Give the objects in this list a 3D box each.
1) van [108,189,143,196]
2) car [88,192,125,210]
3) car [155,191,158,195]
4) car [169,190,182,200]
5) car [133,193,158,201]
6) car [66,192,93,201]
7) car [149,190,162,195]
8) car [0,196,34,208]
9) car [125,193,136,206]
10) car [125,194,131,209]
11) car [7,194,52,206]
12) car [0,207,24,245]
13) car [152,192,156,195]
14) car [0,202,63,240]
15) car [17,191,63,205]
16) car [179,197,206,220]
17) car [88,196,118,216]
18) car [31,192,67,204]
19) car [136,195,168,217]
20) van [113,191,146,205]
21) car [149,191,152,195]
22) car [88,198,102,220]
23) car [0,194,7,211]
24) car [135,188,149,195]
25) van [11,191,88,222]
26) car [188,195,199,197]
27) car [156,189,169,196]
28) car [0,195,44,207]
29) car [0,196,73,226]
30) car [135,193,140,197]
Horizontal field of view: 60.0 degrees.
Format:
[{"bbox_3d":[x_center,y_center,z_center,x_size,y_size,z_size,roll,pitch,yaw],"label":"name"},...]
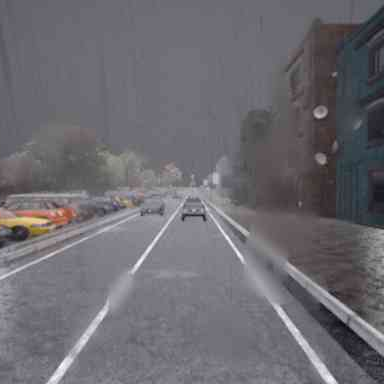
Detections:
[{"bbox_3d":[-9.163,0.938,43.517,4.442,1.987,1.878,0,1,0],"label":"van"},{"bbox_3d":[-9.319,1.140,32.385,4.553,1.767,2.185,0,1,0],"label":"car"},{"bbox_3d":[-9.202,1.036,60.218,4.792,1.488,2.163,0,1,0],"label":"car"},{"bbox_3d":[-3.084,0.909,69.950,1.994,1.385,4.181,0,1,0],"label":"car"},{"bbox_3d":[-9.153,0.995,65.643,4.674,1.452,2.002,-1,1,1],"label":"car"},{"bbox_3d":[-22.186,0.825,65.871,4.553,1.767,2.185,0,1,0],"label":"car"},{"bbox_3d":[-8.970,0.977,62.999,5.366,1.575,1.946,0,1,0],"label":"car"},{"bbox_3d":[-22.347,1.216,40.808,4.792,1.488,2.163,0,1,0],"label":"car"},{"bbox_3d":[-9.501,1.212,37.954,5.366,1.575,1.946,0,1,0],"label":"car"},{"bbox_3d":[-9.339,1.241,35.170,4.892,1.521,2.231,0,1,0],"label":"car"},{"bbox_3d":[-22.528,1.133,46.255,5.366,1.575,1.946,0,1,0],"label":"car"},{"bbox_3d":[-9.478,1.466,12.905,4.674,1.452,2.002,0,0,0],"label":"car"},{"bbox_3d":[-9.193,1.073,57.435,4.674,1.452,2.002,0,1,0],"label":"car"},{"bbox_3d":[-9.272,1.401,15.686,5.366,1.575,1.946,0,0,0],"label":"car"},{"bbox_3d":[-22.353,0.859,49.036,5.566,2.045,2.435,0,1,0],"label":"car"},{"bbox_3d":[0.139,1.350,25.953,2.033,1.411,5.357,0,0,0],"label":"car"},{"bbox_3d":[-9.371,1.329,29.604,4.674,1.452,2.002,0,0,0],"label":"car"},{"bbox_3d":[-22.274,0.957,51.946,4.553,1.767,2.185,0,1,0],"label":"car"},{"bbox_3d":[-3.301,1.283,28.716,1.837,1.490,4.892,0,0,0],"label":"car"},{"bbox_3d":[-9.128,0.887,48.958,4.442,1.987,1.878,0,1,0],"label":"van"},{"bbox_3d":[-9.220,1.086,51.868,4.892,1.521,2.231,0,1,0],"label":"car"},{"bbox_3d":[-9.375,1.366,24.037,4.792,1.488,2.163,0,0,0],"label":"car"},{"bbox_3d":[-22.444,1.112,35.239,4.553,1.767,2.185,0,1,0],"label":"car"},{"bbox_3d":[-9.233,0.886,46.300,5.566,2.045,2.435,0,1,0],"label":"car"},{"bbox_3d":[-9.305,1.134,21.188,4.442,1.987,1.878,0,0,0],"label":"van"},{"bbox_3d":[0.188,1.142,42.491,2.128,1.511,4.902,0,1,0],"label":"car"},{"bbox_3d":[-9.209,0.569,88.975,4.792,1.488,2.163,0,1,1],"label":"car"},{"bbox_3d":[-22.365,1.161,43.595,5.008,1.535,2.097,0,1,0],"label":"car"},{"bbox_3d":[-9.408,1.256,18.469,4.553,1.767,2.185,0,0,0],"label":"car"},{"bbox_3d":[-9.291,1.190,40.736,4.892,1.521,2.231,0,1,0],"label":"car"}]
